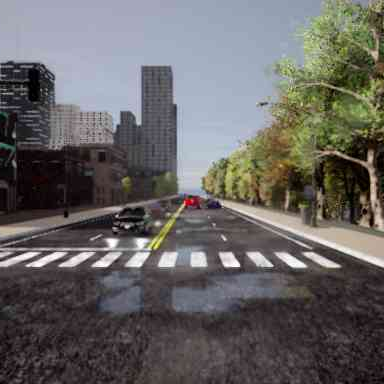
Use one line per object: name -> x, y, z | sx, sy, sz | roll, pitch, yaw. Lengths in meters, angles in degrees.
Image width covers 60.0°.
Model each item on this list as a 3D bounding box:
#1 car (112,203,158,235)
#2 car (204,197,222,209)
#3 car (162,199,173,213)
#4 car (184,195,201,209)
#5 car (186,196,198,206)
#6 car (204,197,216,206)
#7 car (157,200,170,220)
car -> -3.366, 1.585, 19.632 | 1.837, 1.490, 4.892 | 0, 0, 0
car -> 3.313, 1.766, 49.710 | 1.994, 1.385, 4.181 | 0, 0, 0
car -> -3.367, 1.668, 39.994 | 1.837, 1.490, 4.892 | 0, 0, 0
car -> 0.062, 1.420, 48.790 | 2.150, 2.045, 5.566 | 0, 0, 0
car -> -0.033, 1.592, 59.356 | 2.097, 1.767, 4.553 | 0, 0, 0
car -> 3.205, 1.746, 59.666 | 1.837, 1.490, 4.892 | 0, 0, 0
car -> -3.368, 1.685, 29.563 | 1.994, 1.385, 4.181 | 0, 0, 0
